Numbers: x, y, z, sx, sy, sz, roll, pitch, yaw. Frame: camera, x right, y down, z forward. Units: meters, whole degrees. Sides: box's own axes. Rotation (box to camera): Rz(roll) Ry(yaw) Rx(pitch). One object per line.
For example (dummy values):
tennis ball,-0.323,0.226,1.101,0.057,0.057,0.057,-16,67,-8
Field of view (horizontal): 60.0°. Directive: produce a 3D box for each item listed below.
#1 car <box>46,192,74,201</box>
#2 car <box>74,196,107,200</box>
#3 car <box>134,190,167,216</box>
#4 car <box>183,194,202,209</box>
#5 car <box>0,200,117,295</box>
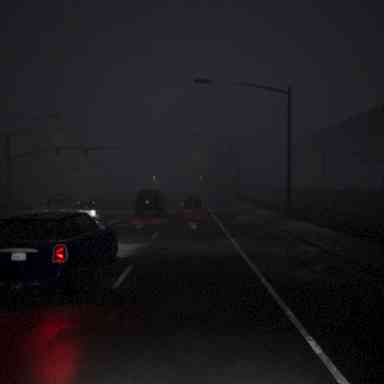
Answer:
car,-14.012,0.780,35.872,1.837,1.490,4.892,0,1,0
car,-10.519,1.085,35.292,1.895,1.301,4.718,0,1,0
car,-3.408,0.841,27.898,2.150,2.045,5.566,0,1,0
car,0.089,0.968,35.643,2.128,1.511,4.902,0,1,0
car,-3.403,1.266,8.662,2.097,1.767,4.553,0,1,0
